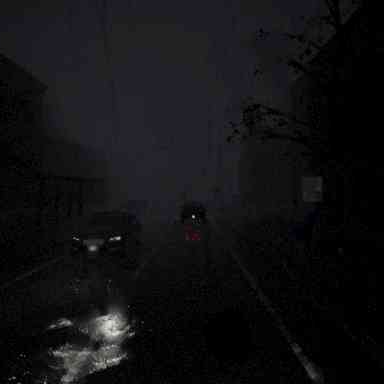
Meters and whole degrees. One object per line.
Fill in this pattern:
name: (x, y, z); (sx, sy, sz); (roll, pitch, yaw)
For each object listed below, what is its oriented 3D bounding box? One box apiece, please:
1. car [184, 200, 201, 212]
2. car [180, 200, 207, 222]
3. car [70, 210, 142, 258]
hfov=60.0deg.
car: (0.102, 1.755, 42.868); (2.033, 1.411, 5.357); (0, -1, 0)
car: (0.101, 1.515, 26.125); (1.837, 1.490, 4.892); (0, 0, 0)
car: (-3.100, 1.496, 12.836); (2.128, 1.511, 4.902); (0, 0, 0)
